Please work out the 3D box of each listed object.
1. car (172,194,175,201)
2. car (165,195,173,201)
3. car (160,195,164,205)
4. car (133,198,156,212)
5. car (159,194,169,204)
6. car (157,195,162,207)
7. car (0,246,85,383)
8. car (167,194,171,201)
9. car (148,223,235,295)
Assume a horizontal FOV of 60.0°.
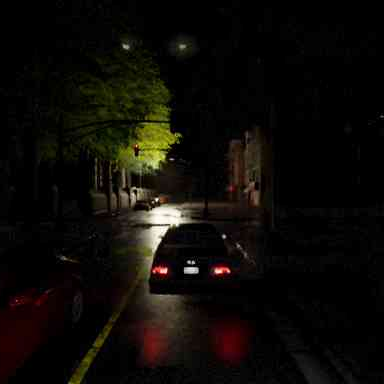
[{"bbox_3d":[-6.079,1.538,83.282,1.967,1.590,4.097,1,0,-1],"label":"car"},{"bbox_3d":[-6.138,1.646,88.562,1.752,1.417,4.829,1,0,-1],"label":"car"},{"bbox_3d":[-5.726,1.574,50.582,1.947,1.339,4.313,1,0,-1],"label":"car"},{"bbox_3d":[-5.617,1.548,37.997,2.008,1.369,4.403,1,0,-1],"label":"car"},{"bbox_3d":[-5.845,1.610,61.482,1.802,1.307,4.206,1,0,-1],"label":"car"},{"bbox_3d":[-5.667,1.553,45.132,2.008,1.369,4.403,1,0,-1],"label":"car"},{"bbox_3d":[-2.823,1.523,4.293,1.812,1.442,4.674,0,0,0],"label":"car"},{"bbox_3d":[-5.899,1.357,66.932,2.192,1.841,5.009,1,0,-1],"label":"car"},{"bbox_3d":[-0.004,1.543,8.852,2.033,1.411,5.357,0,0,0],"label":"car"}]
